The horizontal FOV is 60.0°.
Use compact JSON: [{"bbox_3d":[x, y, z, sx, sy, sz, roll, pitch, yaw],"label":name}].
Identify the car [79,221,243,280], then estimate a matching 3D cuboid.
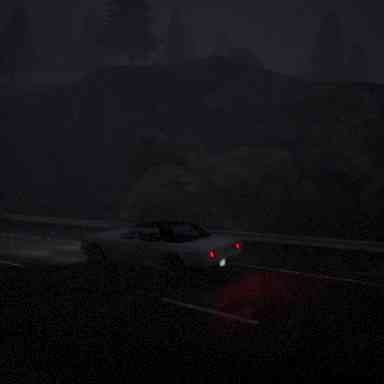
[{"bbox_3d":[-1.069,1.482,9.548,4.718,1.301,1.895,0,1,34],"label":"car"}]
